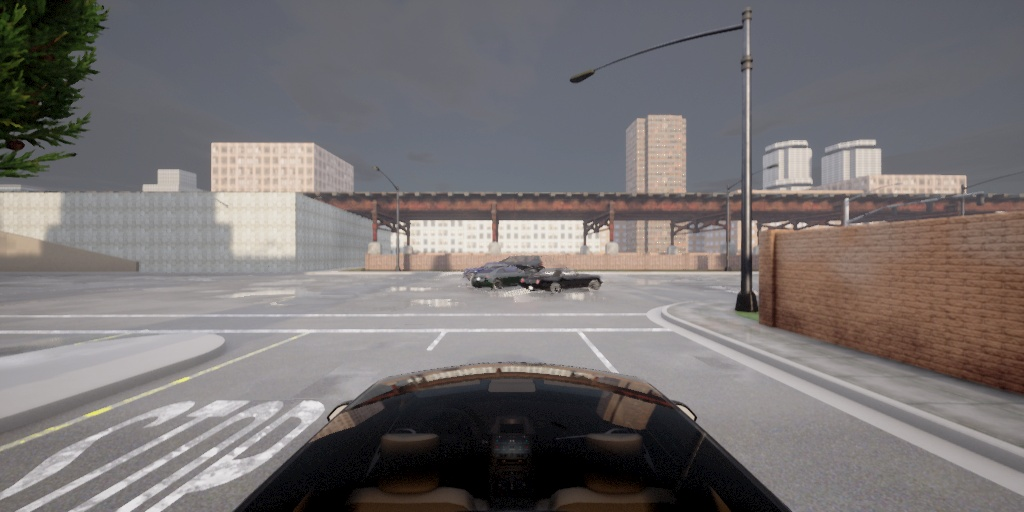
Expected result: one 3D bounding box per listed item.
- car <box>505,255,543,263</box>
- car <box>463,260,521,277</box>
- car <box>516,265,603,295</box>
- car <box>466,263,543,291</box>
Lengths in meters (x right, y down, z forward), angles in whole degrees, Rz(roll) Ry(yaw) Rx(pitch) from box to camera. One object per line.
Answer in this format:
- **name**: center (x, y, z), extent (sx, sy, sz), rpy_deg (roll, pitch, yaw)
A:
- **car**: center (0.249, 0.944, 33.908), extent (5.566, 2.045, 2.150), rpy_deg (0, 0, 1)
- **car**: center (-1.820, 1.251, 30.414), extent (4.674, 1.442, 1.812), rpy_deg (0, 0, 0)
- **car**: center (2.813, 1.335, 19.745), extent (4.718, 1.301, 1.895), rpy_deg (0, 0, -36)
- **car**: center (-0.390, 1.296, 22.070), extent (4.181, 1.385, 1.994), rpy_deg (0, -1, -41)
